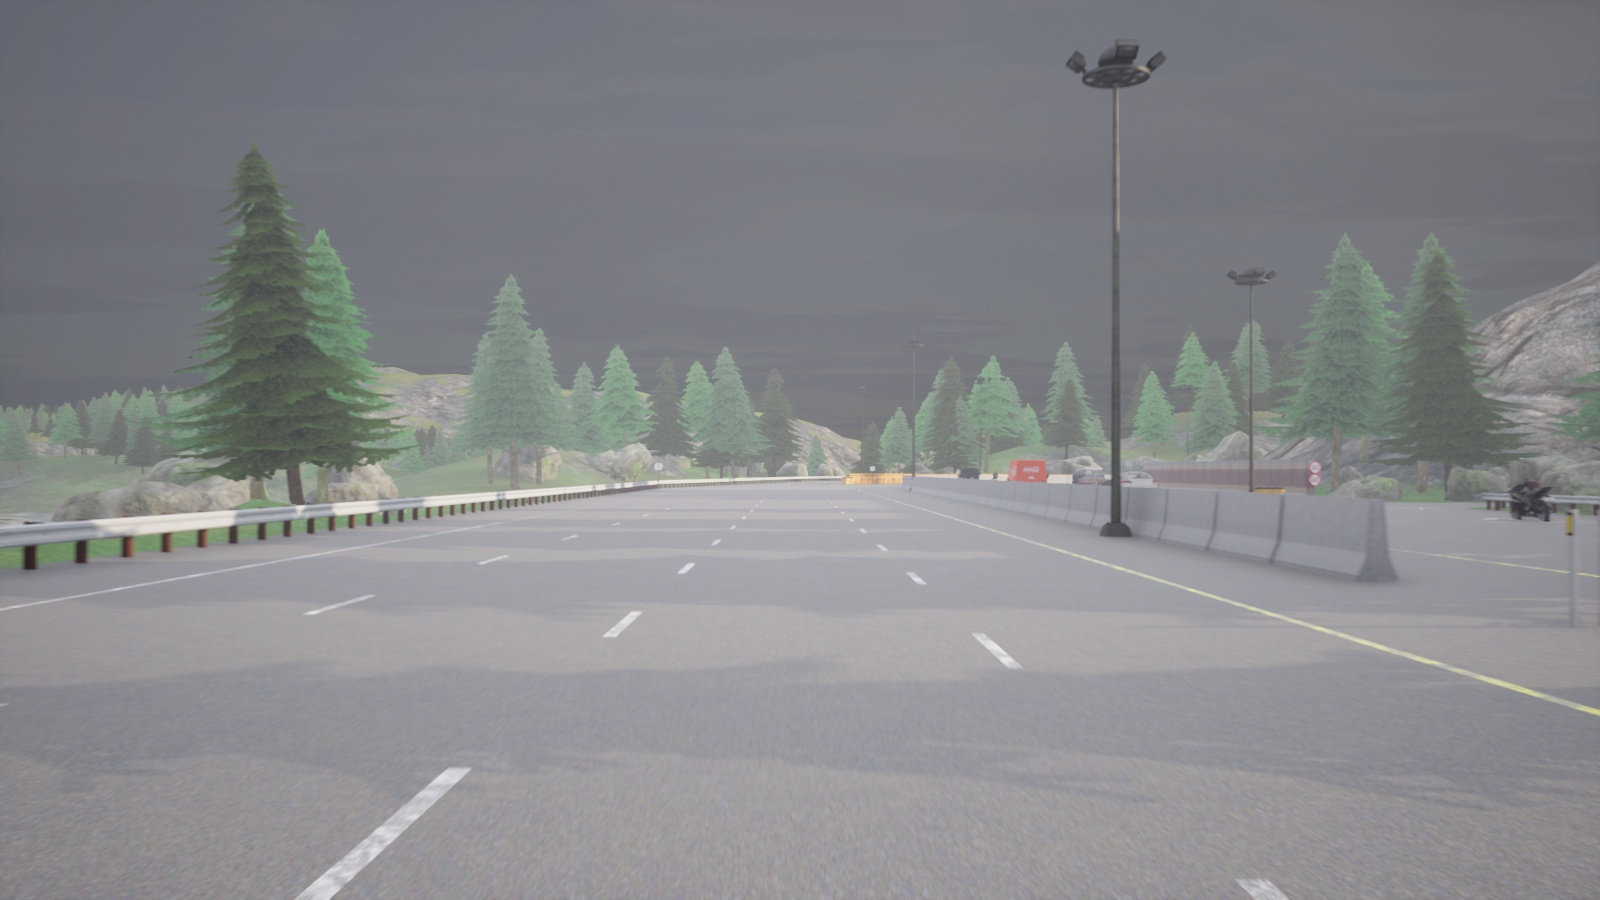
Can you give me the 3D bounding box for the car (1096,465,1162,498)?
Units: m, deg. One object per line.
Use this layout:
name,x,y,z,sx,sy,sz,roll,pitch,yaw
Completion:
car,17.293,1.630,66.289,2.152,1.651,5.027,0,-1,0

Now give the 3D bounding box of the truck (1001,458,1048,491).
truck,17.139,1.857,95.961,2.627,2.467,5.204,0,-1,0

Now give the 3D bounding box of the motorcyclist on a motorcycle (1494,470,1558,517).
motorcyclist on a motorcycle,24.401,1.457,42.264,0.866,1.530,2.191,0,-1,0
